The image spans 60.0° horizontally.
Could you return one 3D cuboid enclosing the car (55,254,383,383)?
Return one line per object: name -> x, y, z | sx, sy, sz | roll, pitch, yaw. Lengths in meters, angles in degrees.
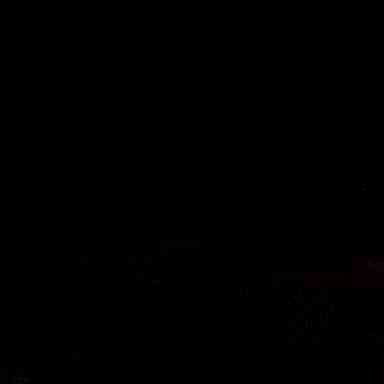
car -> 1.288, 1.462, 3.330 | 5.008, 1.535, 1.882 | 0, 0, -27
